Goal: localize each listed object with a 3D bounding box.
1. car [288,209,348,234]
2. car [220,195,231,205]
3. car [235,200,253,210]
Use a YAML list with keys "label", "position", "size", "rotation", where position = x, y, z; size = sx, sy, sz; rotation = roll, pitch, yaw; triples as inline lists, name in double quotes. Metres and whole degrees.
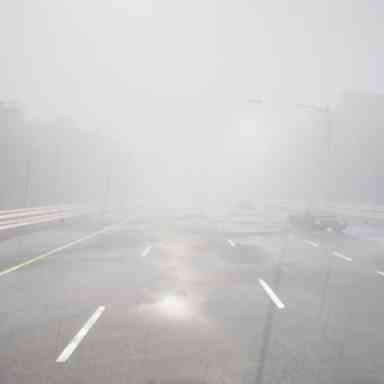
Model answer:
- label: "car"
  position: [7.020, 1.626, 19.214]
  size: [1.895, 1.301, 4.718]
  rotation: [0, 0, 0]
- label: "car"
  position: [7.288, 1.768, 72.588]
  size: [2.150, 2.045, 5.566]
  rotation: [0, -1, 0]
- label: "car"
  position: [7.116, 1.811, 46.241]
  size: [1.895, 1.301, 4.718]
  rotation: [0, -1, 0]
